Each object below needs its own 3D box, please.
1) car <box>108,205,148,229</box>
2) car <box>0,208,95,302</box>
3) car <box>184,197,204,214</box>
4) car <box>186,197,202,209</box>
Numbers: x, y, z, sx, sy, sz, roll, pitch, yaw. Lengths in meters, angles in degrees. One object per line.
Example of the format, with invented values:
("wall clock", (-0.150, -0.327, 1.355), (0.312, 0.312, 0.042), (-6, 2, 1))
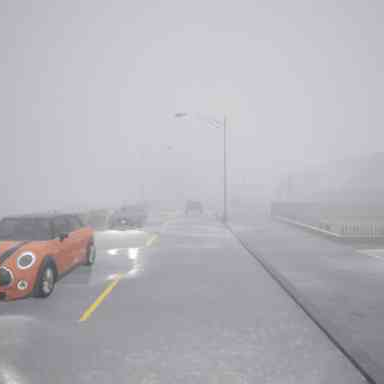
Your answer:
("car", (-4.005, 1.563, 21.424), (1.994, 1.385, 4.181), (0, 0, 0))
("car", (-4.063, 1.352, 8.455), (2.097, 1.767, 4.553), (0, 0, 0))
("car", (0.228, 1.505, 36.036), (1.837, 1.490, 4.892), (0, 0, 0))
("car", (0.249, 1.491, 46.075), (2.128, 1.511, 4.902), (0, 0, 1))
